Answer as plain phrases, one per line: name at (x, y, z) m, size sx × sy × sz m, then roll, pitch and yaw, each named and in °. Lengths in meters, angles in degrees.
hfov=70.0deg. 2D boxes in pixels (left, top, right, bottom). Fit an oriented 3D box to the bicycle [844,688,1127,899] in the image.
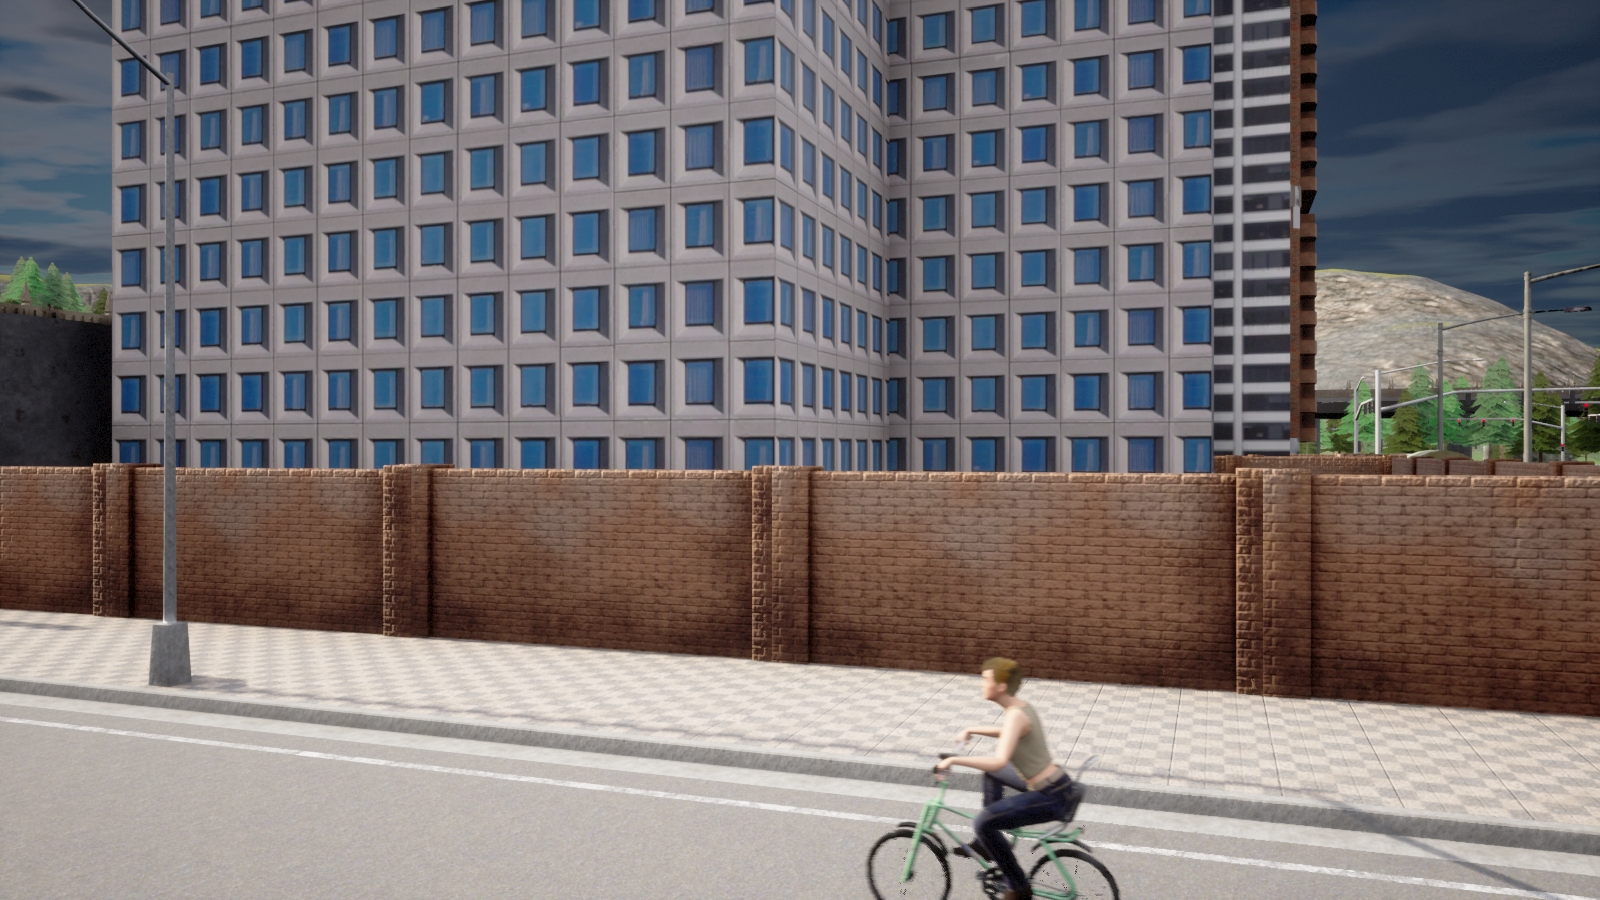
bicycle at (1.097, 2.158, 6.640) m, size 1.487 × 1.276 × 0.859 m, roll 0°, pitch 0°, yaw 20°
